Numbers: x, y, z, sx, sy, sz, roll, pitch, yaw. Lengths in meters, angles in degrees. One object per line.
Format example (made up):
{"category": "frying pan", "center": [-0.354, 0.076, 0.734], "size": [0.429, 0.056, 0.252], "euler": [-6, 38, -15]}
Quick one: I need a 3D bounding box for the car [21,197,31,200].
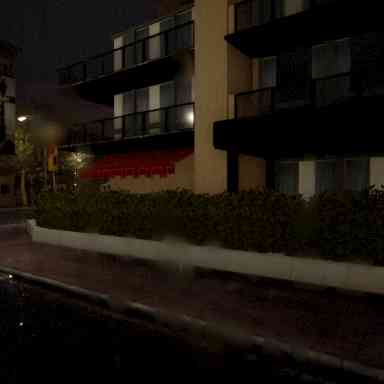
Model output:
{"category": "car", "center": [-35.606, 1.481, 67.647], "size": [4.892, 1.521, 2.231], "euler": [0, 0, 36]}
